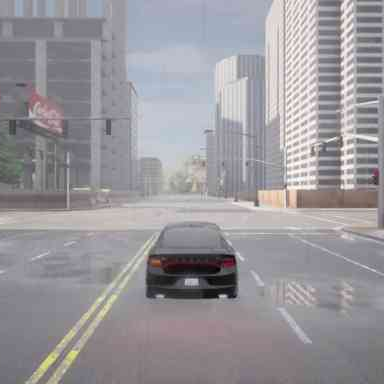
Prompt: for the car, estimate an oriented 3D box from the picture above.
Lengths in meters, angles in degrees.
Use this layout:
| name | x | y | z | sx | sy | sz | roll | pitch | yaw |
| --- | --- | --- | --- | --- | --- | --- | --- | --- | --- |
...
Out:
| name | x | y | z | sx | sy | sz | roll | pitch | yaw |
| --- | --- | --- | --- | --- | --- | --- | --- | --- | --- |
| car | 0.001 | 1.478 | 8.499 | 1.882 | 1.535 | 5.008 | 0 | 0 | 0 |
